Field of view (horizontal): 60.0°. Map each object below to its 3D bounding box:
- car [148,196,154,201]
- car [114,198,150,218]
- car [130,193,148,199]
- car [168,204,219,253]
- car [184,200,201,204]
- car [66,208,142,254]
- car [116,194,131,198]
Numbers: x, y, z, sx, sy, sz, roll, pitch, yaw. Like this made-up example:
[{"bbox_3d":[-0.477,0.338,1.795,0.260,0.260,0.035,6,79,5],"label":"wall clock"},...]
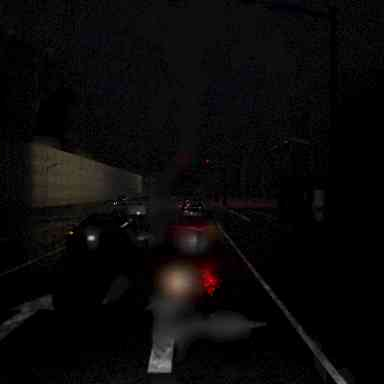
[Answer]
[{"bbox_3d":[-10.511,1.521,82.180,1.895,1.301,4.718,0,0,0],"label":"car"},{"bbox_3d":[-5.568,1.504,29.396,1.812,1.442,4.674,1,0,-30],"label":"car"},{"bbox_3d":[-10.511,1.476,66.560,1.812,1.442,4.674,0,0,0],"label":"car"},{"bbox_3d":[0.065,1.481,13.692,2.128,1.511,4.902,0,0,0],"label":"car"},{"bbox_3d":[0.065,1.471,29.143,2.128,1.511,4.902,0,0,0],"label":"car"},{"bbox_3d":[-3.438,1.553,13.414,1.994,1.385,4.181,0,0,0],"label":"car"},{"bbox_3d":[-14.010,1.451,66.485,1.837,1.490,4.892,0,0,0],"label":"car"}]
